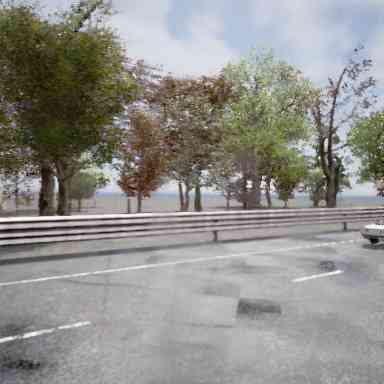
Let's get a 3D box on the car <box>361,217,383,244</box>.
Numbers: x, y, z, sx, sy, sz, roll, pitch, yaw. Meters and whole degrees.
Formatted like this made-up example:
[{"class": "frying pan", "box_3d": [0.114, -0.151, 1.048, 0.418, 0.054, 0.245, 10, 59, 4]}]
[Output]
[{"class": "car", "box_3d": [9.819, 1.714, 15.032, 4.718, 1.301, 1.895, 1, 0, -32]}]
